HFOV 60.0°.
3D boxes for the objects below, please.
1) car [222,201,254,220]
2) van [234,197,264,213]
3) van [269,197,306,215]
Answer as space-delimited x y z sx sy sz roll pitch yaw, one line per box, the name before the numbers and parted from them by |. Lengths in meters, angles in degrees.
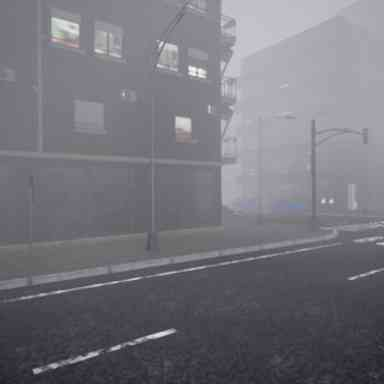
car | 3.092 1.760 29.589 1.802 1.307 4.206 -2 0 -36
van | 6.513 1.513 39.021 1.690 1.788 3.998 -2 0 -36
van | 9.829 1.440 34.506 1.690 1.788 3.998 -2 0 -36
